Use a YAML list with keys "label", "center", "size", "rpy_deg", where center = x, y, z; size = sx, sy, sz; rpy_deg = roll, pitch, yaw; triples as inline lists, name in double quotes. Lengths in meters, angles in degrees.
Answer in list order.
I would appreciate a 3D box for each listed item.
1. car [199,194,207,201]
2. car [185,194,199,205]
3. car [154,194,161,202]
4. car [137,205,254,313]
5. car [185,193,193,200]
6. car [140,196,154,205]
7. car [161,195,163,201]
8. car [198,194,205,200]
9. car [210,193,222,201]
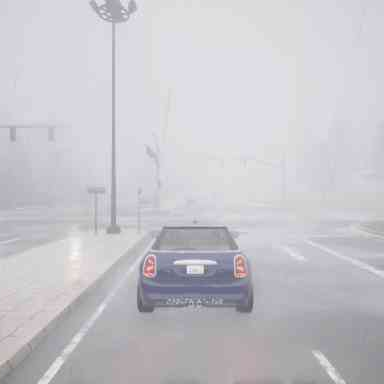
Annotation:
- label: "car"
  center: [2.858, 1.513, 85.220]
  size: [1.812, 1.442, 4.674]
  rpy_deg: [0, 0, -1]
- label: "car"
  center: [-0.157, 1.525, 54.658]
  size: [1.812, 1.442, 4.674]
  rpy_deg: [0, 0, -1]
- label: "car"
  center: [-8.422, 1.540, 71.275]
  size: [2.033, 1.411, 5.357]
  rpy_deg: [0, 0, -1]
- label: "car"
  center: [0.071, 1.352, 7.839]
  size: [2.097, 1.767, 4.553]
  rpy_deg: [0, 0, 0]
- label: "car"
  center: [-0.806, 1.189, 95.518]
  size: [2.150, 2.045, 5.566]
  rpy_deg: [0, 0, -1]
- label: "car"
  center: [-8.303, 1.503, 58.978]
  size: [1.837, 1.490, 4.892]
  rpy_deg: [0, 0, -1]
- label: "car"
  center: [-8.660, 1.349, 86.232]
  size: [2.097, 1.767, 4.553]
  rpy_deg: [0, 0, -1]
- label: "car"
  center: [2.694, 1.442, 95.544]
  size: [1.882, 1.535, 5.008]
  rpy_deg: [0, 0, -1]
- label: "car"
  center: [6.362, 1.214, 84.949]
  size: [2.150, 2.045, 5.566]
  rpy_deg: [0, 0, -1]
